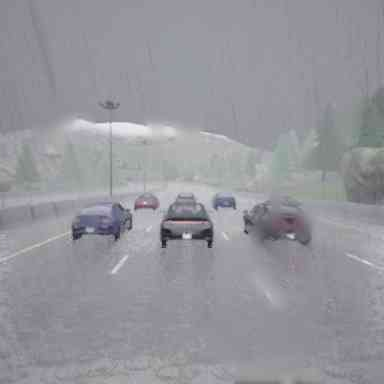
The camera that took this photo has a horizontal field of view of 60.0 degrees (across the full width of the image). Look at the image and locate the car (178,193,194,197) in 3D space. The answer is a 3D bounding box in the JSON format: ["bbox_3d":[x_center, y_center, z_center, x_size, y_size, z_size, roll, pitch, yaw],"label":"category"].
[{"bbox_3d":[-0.538,0.831,29.749,2.128,1.511,4.902,0,1,-1],"label":"car"}]

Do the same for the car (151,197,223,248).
[{"bbox_3d":[-0.206,1.155,13.069,2.128,1.511,4.902,0,1,-1],"label":"car"}]

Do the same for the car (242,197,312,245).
[{"bbox_3d":[3.285,1.177,13.561,1.837,1.490,4.892,0,1,-1],"label":"car"}]

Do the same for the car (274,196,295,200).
[{"bbox_3d":[6.569,1.016,24.447,2.033,1.411,5.357,0,1,-1],"label":"car"}]

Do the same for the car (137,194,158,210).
[{"bbox_3d":[-4.050,0.875,30.355,1.994,1.385,4.181,0,1,-1],"label":"car"}]

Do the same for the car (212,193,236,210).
[{"bbox_3d":[2.932,0.810,31.366,1.882,1.535,5.008,0,1,-1],"label":"car"}]

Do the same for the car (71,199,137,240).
[{"bbox_3d":[-3.732,1.142,14.349,1.812,1.442,4.674,0,1,-1],"label":"car"}]
